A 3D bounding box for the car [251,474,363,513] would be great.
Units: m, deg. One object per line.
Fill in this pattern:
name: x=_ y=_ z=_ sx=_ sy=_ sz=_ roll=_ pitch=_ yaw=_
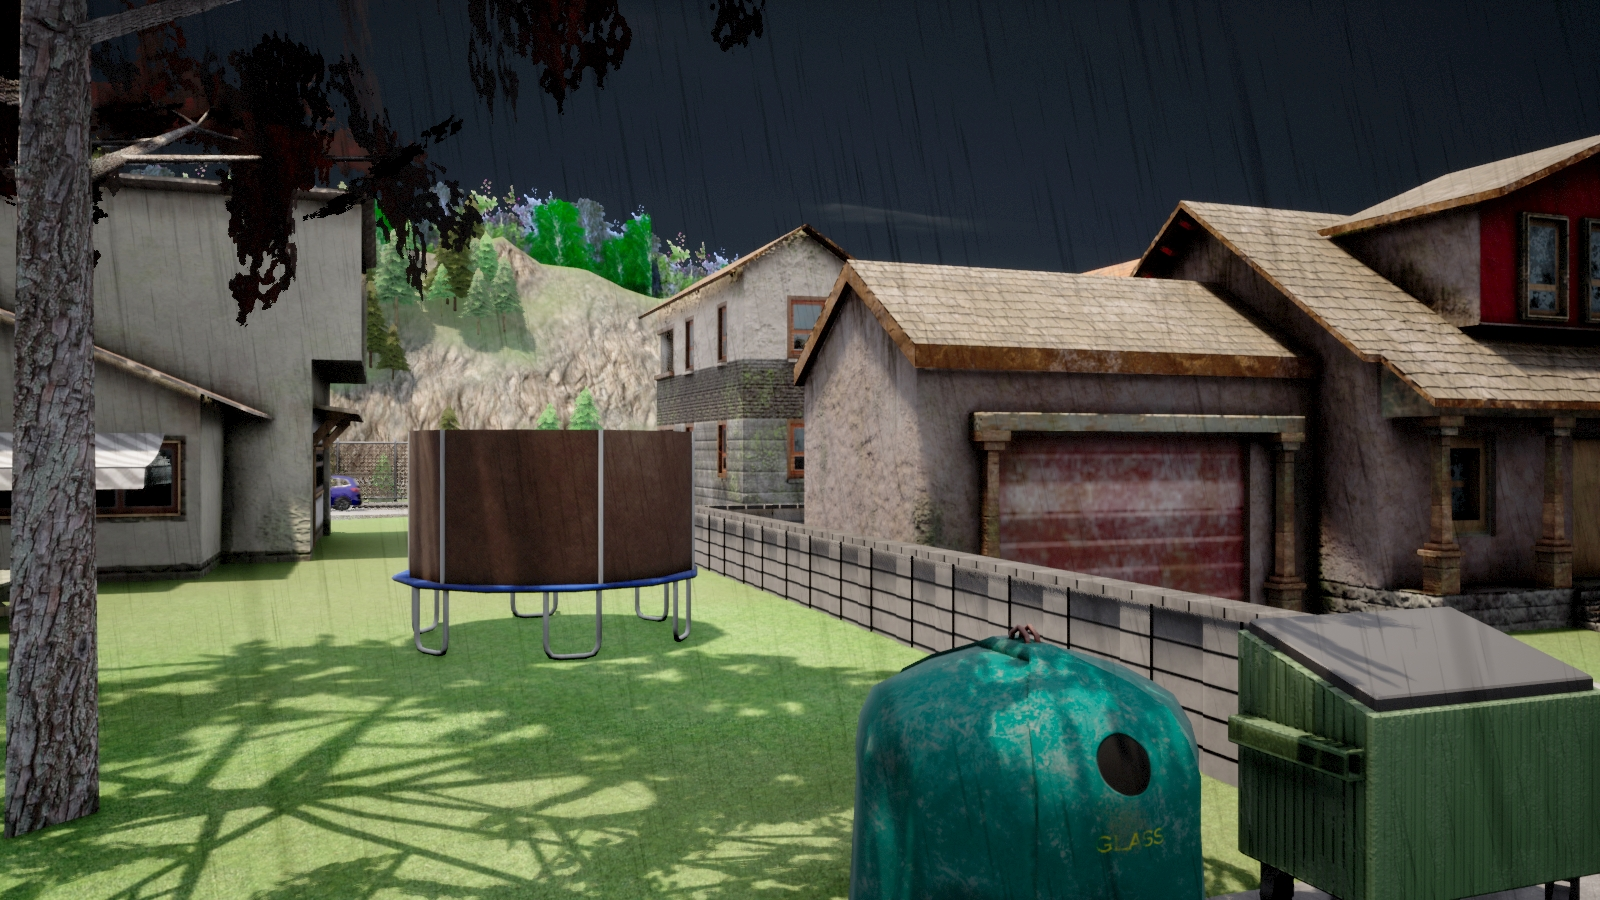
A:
car: x=-22.596 y=1.968 z=52.562 sx=4.611 sy=1.667 sz=2.242 roll=0 pitch=0 yaw=-20
